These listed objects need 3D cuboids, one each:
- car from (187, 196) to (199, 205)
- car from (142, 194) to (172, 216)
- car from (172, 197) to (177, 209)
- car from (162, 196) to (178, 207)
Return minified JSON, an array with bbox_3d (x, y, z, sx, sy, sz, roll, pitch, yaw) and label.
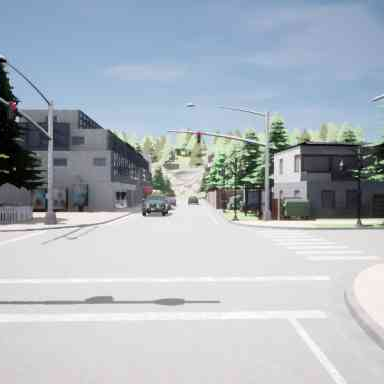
[{"bbox_3d":[0.239,1.505,59.528,1.837,1.490,4.892,0,0,0],"label":"car"},{"bbox_3d":[-3.525,1.221,32.674,2.150,2.045,5.566,0,0,0],"label":"car"},{"bbox_3d":[-3.499,1.492,42.724,2.128,1.511,4.902,0,0,0],"label":"car"},{"bbox_3d":[-3.459,1.492,52.992,2.128,1.511,4.902,0,0,0],"label":"car"}]
